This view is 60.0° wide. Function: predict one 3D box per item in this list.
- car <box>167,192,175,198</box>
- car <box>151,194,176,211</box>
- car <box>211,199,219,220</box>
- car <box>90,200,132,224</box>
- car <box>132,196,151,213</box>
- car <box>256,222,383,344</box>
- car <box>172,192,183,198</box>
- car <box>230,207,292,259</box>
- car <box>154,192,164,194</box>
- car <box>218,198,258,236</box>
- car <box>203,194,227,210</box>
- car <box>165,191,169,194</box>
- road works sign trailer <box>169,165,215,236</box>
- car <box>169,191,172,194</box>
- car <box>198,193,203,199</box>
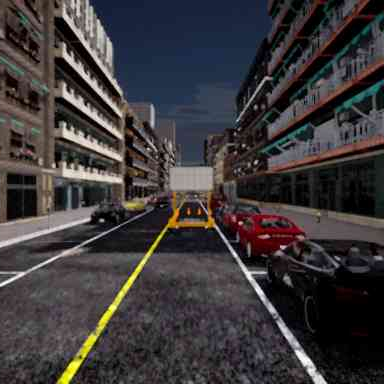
[{"bbox_3d":[-5.785,0.830,90.892,1.967,1.590,4.097,0,0,0],"label":"car"},{"bbox_3d":[-3.135,1.266,36.903,1.837,1.490,4.892,0,0,0],"label":"car"},{"bbox_3d":[2.667,1.400,23.263,2.008,1.369,4.403,0,0,0],"label":"car"},{"bbox_3d":[-5.714,1.416,23.257,1.947,1.339,4.313,0,0,0],"label":"car"},{"bbox_3d":[-5.726,1.302,34.360,1.752,1.417,4.829,0,0,0],"label":"car"},{"bbox_3d":[2.684,1.525,6.355,1.947,1.339,4.313,0,0,0],"label":"car"},{"bbox_3d":[-3.083,0.872,77.941,1.882,1.535,5.008,0,0,0],"label":"car"},{"bbox_3d":[2.679,1.467,11.991,1.887,1.381,4.507,0,0,0],"label":"car"},{"bbox_3d":[-5.744,1.102,51.440,1.967,1.590,4.097,0,0,0],"label":"car"},{"bbox_3d":[2.673,1.326,17.627,1.967,1.590,4.097,0,0,0],"label":"car"},{"bbox_3d":[2.656,1.090,34.534,2.192,1.841,5.009,0,0,0],"label":"car"},{"bbox_3d":[-5.749,0.938,57.075,2.192,1.841,5.009,0,0,0],"label":"car"},{"bbox_3d":[-0.019,0.350,17.750,2.380,3.560,2.880,0,0,0],"label":"road works sign trailer"},{"bbox_3d":[-5.778,0.745,85.256,2.192,1.841,5.009,0,0,0],"label":"car"},{"bbox_3d":[2.601,0.953,85.432,1.752,1.417,4.829,0,0,0],"label":"car"}]
